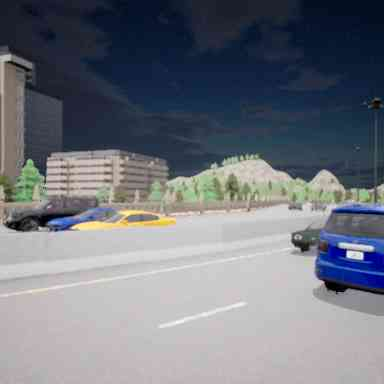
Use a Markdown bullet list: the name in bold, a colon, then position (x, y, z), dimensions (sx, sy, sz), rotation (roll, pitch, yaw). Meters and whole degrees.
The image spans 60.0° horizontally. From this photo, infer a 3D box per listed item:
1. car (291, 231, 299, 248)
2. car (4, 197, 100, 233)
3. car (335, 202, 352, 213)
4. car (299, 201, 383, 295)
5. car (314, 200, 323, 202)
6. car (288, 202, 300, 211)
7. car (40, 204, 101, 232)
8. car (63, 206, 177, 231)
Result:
- **car**: position (6.075, 1.777, 13.640), dimensions (4.718, 1.301, 1.895), rotation (1, -1, -43)
- **car**: position (-8.094, 1.347, 20.017), dimensions (5.566, 2.045, 2.150), rotation (1, -1, -40)
- **car**: position (22.147, 2.186, 48.598), dimensions (2.128, 1.511, 4.902), rotation (0, -1, 24)
- **car**: position (5.167, 1.335, 8.106), dimensions (5.566, 2.045, 2.150), rotation (1, -1, -40)
- **car**: position (19.817, 2.081, 51.996), dimensions (2.097, 1.767, 4.553), rotation (0, -1, 23)
- **car**: position (16.696, 2.303, 53.594), dimensions (1.994, 1.385, 4.181), rotation (0, -1, 23)
- **car**: position (-5.153, 1.608, 17.964), dimensions (5.008, 1.535, 1.882), rotation (1, -1, -41)
- **car**: position (-2.946, 1.598, 15.248), dimensions (5.008, 1.535, 1.882), rotation (1, -1, -41)
